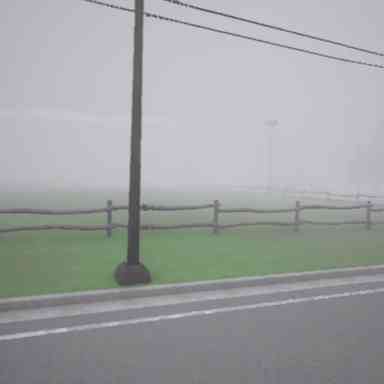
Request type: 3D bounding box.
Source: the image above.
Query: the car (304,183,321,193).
[{"bbox_3d":[23.467,-0.812,69.352,2.150,2.045,5.566,1,2,-21],"label":"car"}]

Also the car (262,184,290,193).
[{"bbox_3d":[16.859,-0.633,67.026,2.128,1.511,4.902,1,2,-21],"label":"car"}]

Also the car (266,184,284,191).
[{"bbox_3d":[19.738,-1.047,79.213,1.994,1.385,4.181,1,2,-21],"label":"car"}]

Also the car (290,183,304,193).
[{"bbox_3d":[20.077,-0.750,68.418,2.097,1.767,4.553,1,2,-21],"label":"car"}]

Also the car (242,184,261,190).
[{"bbox_3d":[13.194,-1.220,76.733,1.882,1.535,5.008,1,2,-21],"label":"car"}]

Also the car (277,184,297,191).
[{"bbox_3d":[23.012,-1.022,80.451,2.128,1.511,4.902,1,2,-21],"label":"car"}]

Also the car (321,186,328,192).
[{"bbox_3d":[26.651,-0.642,70.821,2.097,1.767,4.553,1,2,-21],"label":"car"}]
